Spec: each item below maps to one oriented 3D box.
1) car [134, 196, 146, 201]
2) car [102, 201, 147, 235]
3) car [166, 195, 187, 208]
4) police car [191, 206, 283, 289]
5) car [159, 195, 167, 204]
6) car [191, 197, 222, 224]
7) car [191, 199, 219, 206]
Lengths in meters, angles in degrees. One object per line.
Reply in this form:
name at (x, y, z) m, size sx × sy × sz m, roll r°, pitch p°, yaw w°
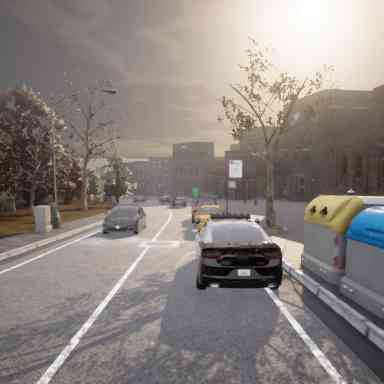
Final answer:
car at (-10.669, 1.550, 67.470) m, size 2.033 × 1.411 × 5.357 m, roll -2°, pitch 0°, yaw -18°
car at (-3.652, 1.469, 18.667) m, size 1.837 × 1.490 × 4.892 m, roll 0°, pitch 0°, yaw 0°
car at (-1.948, 1.384, 46.905) m, size 2.128 × 1.511 × 4.902 m, roll -1°, pitch 0°, yaw -10°
police car at (1.039, 1.408, 9.241) m, size 1.930 × 1.638 × 5.238 m, roll 0°, pitch 0°, yaw 0°
car at (-4.797, 1.386, 60.394) m, size 1.837 × 1.490 × 4.892 m, roll -2°, pitch 0°, yaw -16°
car at (1.012, 1.300, 25.201) m, size 2.097 × 1.767 × 4.553 m, roll 0°, pitch 0°, yaw -1°
car at (1.027, 1.419, 19.368) m, size 1.801 × 1.575 × 5.366 m, roll 0°, pitch 0°, yaw 0°
